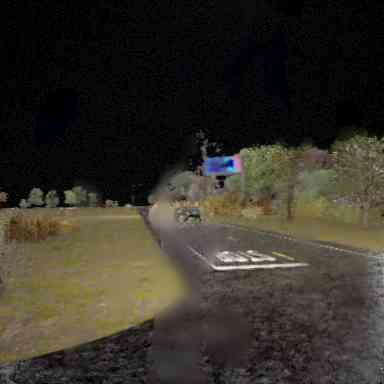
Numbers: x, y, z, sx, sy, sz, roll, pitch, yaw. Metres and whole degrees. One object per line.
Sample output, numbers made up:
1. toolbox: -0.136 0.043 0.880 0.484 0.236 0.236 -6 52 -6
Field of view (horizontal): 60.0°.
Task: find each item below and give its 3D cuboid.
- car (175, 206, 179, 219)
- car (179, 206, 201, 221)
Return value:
1. car: -1.737 3.532 58.083 2.150 2.045 5.566 0 -2 -10
2. car: -0.063 3.129 48.363 2.150 2.045 5.566 0 -2 -9
